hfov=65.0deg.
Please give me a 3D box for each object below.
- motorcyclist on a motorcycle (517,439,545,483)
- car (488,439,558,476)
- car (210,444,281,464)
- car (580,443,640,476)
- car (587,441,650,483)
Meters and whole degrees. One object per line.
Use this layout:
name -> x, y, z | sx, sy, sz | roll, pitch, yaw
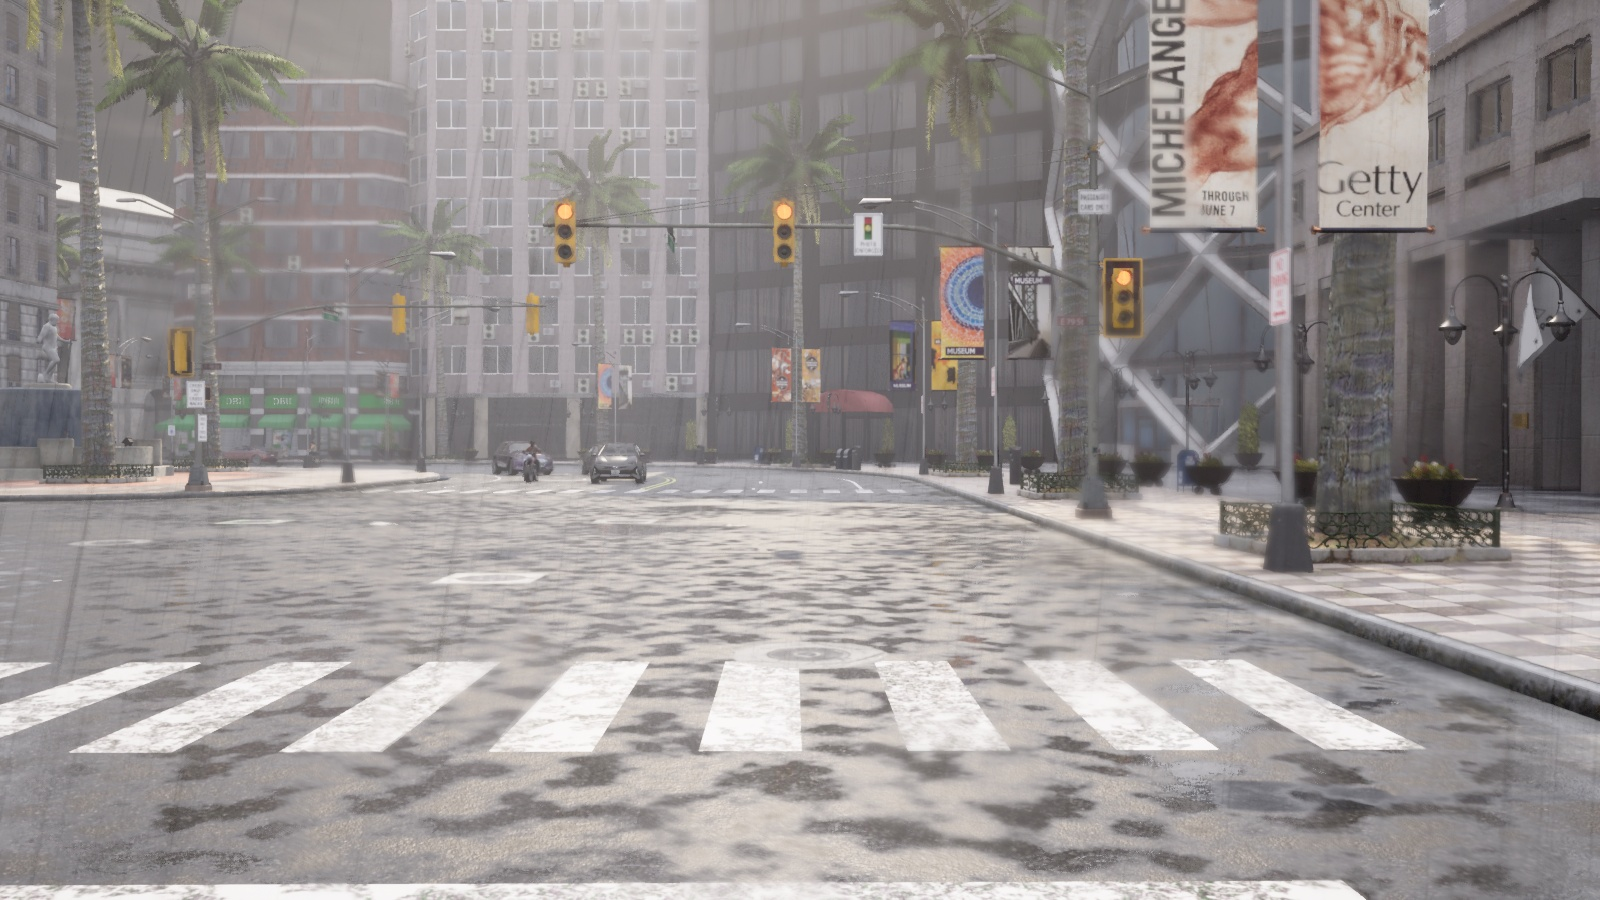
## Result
motorcyclist on a motorcycle -> -10.354, 0.415, 48.397 | 0.766, 1.649, 2.350 | 0, 1, -4
car -> -13.150, 0.331, 59.409 | 2.033, 1.649, 4.856 | 0, 0, -28
car -> -39.204, 0.278, 88.757 | 4.181, 1.385, 1.994 | 0, 0, 10
car -> -8.829, 0.425, 58.135 | 1.816, 1.474, 4.193 | 0, 0, -22
car -> -6.828, 0.419, 47.699 | 2.007, 1.525, 4.514 | 0, 0, -4
